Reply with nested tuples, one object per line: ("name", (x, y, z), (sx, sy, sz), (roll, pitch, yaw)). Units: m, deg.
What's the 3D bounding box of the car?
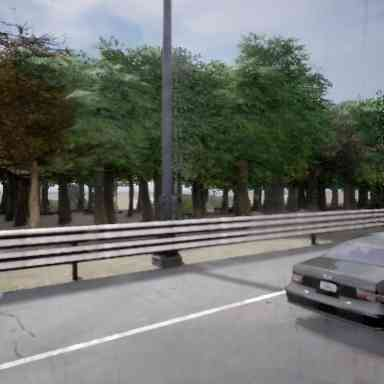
("car", (4.209, 1.555, 6.745), (5.357, 1.411, 2.033), (0, 0, -35))
